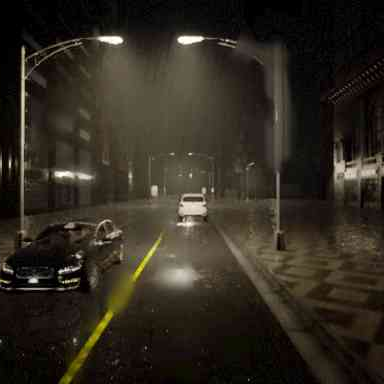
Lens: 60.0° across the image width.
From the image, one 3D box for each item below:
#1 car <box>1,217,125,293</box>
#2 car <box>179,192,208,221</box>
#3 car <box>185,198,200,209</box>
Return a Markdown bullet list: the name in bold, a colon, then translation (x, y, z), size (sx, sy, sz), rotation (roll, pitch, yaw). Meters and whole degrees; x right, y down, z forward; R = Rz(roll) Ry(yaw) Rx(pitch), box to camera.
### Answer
- **car**: translation (-3.068, 1.494, 8.890), size (1.837, 1.490, 4.892), rotation (0, -1, 0)
- **car**: translation (0.099, 1.183, 27.050), size (2.150, 2.045, 5.566), rotation (0, 0, 0)
- **car**: translation (0.085, 1.538, 44.591), size (1.895, 1.301, 4.718), rotation (0, 0, 0)
